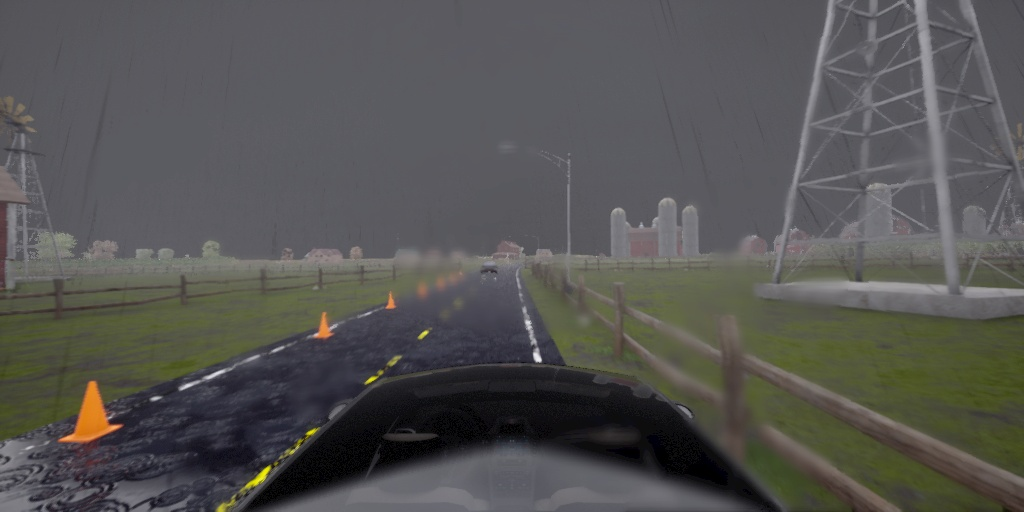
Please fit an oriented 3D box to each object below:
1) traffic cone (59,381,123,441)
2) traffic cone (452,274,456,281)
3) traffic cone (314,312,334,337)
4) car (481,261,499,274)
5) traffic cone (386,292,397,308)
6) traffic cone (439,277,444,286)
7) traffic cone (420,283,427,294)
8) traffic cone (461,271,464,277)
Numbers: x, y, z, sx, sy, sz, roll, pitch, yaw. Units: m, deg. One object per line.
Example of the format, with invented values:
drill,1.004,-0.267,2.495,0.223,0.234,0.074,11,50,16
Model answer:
traffic cone,-4.724,1.706,4.037,0.340,0.580,0.340,0,0,0
traffic cone,-4.728,1.720,29.039,0.340,0.580,0.340,0,0,0
traffic cone,-4.725,1.709,9.037,0.340,0.580,0.340,0,0,0
car,-2.519,1.317,41.013,2.033,1.411,5.357,0,0,-2
traffic cone,-4.725,1.711,14.037,0.340,0.580,0.340,0,0,0
traffic cone,-4.727,1.717,24.038,0.340,0.580,0.340,0,0,0
traffic cone,-4.726,1.714,19.038,0.340,0.580,0.340,0,0,0
traffic cone,-4.725,1.723,34.047,0.340,0.580,0.340,0,0,0
